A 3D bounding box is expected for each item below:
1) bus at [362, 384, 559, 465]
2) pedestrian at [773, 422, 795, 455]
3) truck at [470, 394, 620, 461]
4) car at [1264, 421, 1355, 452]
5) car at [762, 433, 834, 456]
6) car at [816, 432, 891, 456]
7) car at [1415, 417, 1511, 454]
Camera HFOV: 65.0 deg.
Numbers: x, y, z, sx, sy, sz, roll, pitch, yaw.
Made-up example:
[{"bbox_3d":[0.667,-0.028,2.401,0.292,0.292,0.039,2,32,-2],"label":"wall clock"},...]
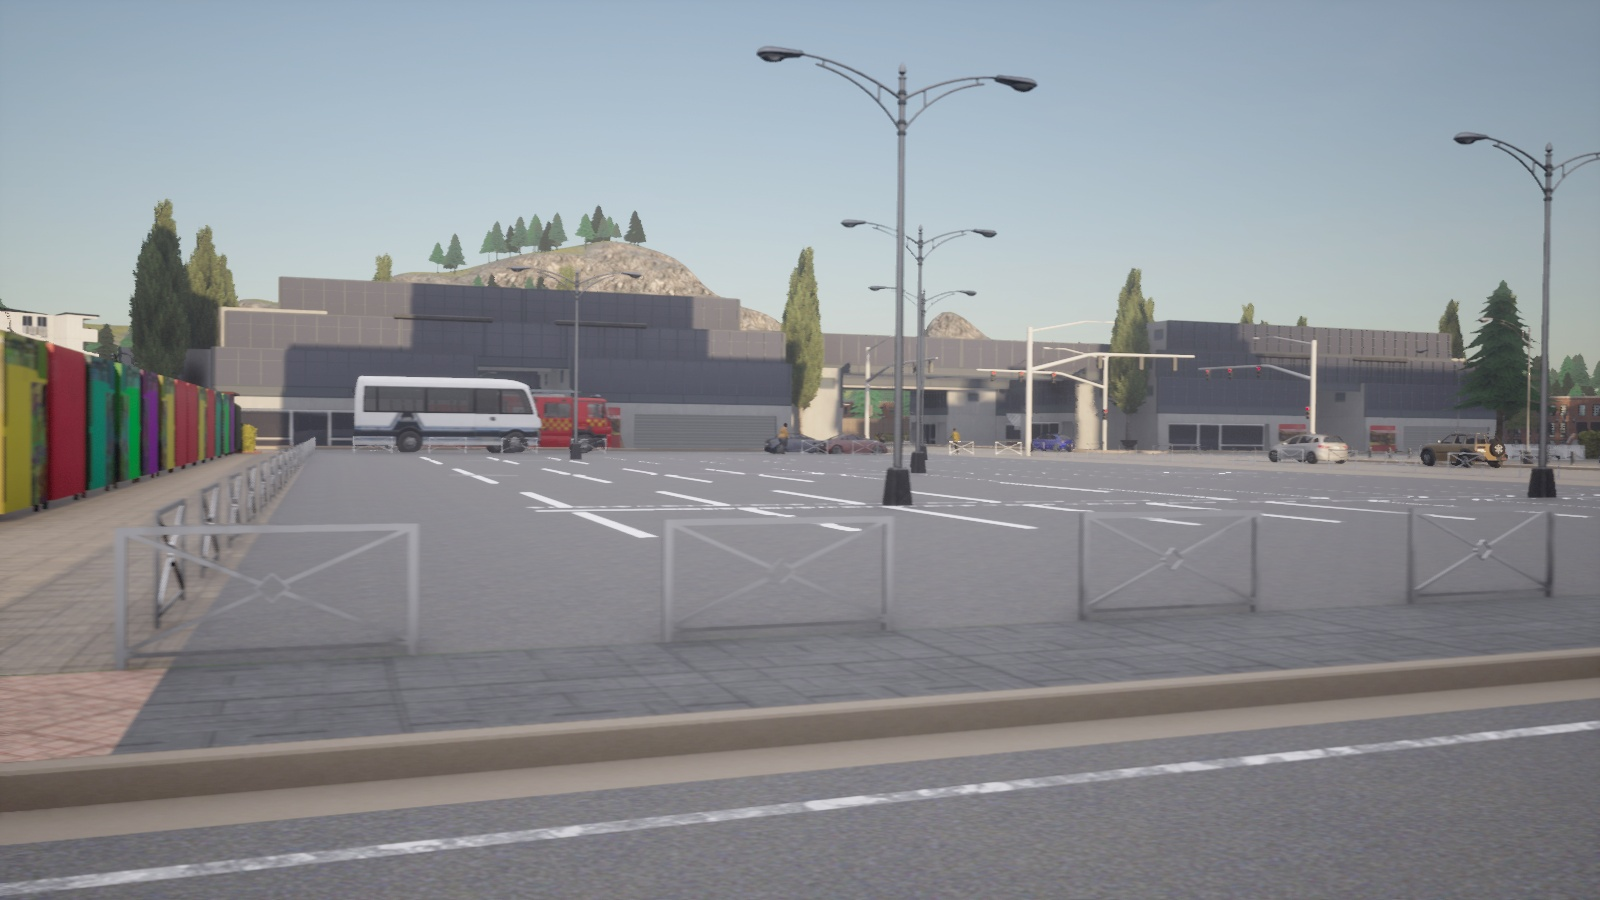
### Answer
[{"bbox_3d":[-18.968,-1.459,70.124,10.273,4.253,3.944,-1,1,-19],"label":"bus"},{"bbox_3d":[-0.891,-0.635,71.092,0.900,1.855,0.874,-1,1,-30],"label":"pedestrian"},{"bbox_3d":[-15.257,-1.368,75.099,8.468,3.827,2.891,-1,1,-19],"label":"truck"},{"bbox_3d":[28.727,-0.768,71.018,2.242,1.667,4.611,-1,1,-20],"label":"car"},{"bbox_3d":[-0.121,-0.388,80.326,4.181,1.385,1.994,-1,1,-18],"label":"car"},{"bbox_3d":[3.331,-0.385,77.823,4.181,1.385,1.994,-1,1,-20],"label":"car"},{"bbox_3d":[34.365,-0.763,65.257,1.932,1.855,4.605,0,1,-11],"label":"car"}]
